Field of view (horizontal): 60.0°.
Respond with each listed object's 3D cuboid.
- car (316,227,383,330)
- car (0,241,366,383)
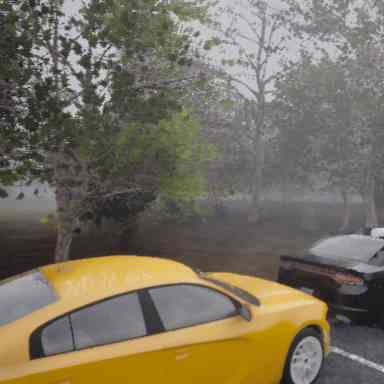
[{"bbox_3d":[3.981,1.485,6.891,5.008,1.535,2.097,-1,1,-33],"label":"car"},{"bbox_3d":[-0.540,1.481,3.653,5.008,1.535,2.097,0,1,-33],"label":"car"}]
